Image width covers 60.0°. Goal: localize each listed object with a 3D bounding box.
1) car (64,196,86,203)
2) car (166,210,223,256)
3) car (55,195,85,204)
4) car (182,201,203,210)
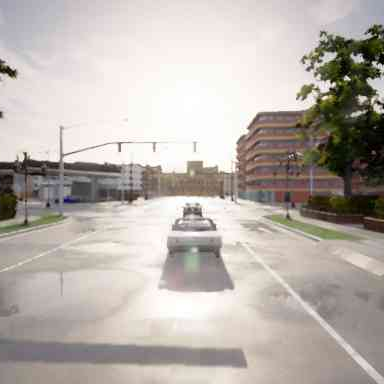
[{"bbox_3d":[-24.136,1.509,68.562,3.806,1.475,1.970,0,0,1],"label":"car"},{"bbox_3d":[0.075,1.615,13.084,1.895,1.301,4.718,0,0,0],"label":"car"},{"bbox_3d":[-23.411,1.343,62.812,4.611,1.667,2.242,0,0,1],"label":"car"},{"bbox_3d":[0.061,1.581,31.119,2.033,1.411,5.357,0,0,0],"label":"car"}]
